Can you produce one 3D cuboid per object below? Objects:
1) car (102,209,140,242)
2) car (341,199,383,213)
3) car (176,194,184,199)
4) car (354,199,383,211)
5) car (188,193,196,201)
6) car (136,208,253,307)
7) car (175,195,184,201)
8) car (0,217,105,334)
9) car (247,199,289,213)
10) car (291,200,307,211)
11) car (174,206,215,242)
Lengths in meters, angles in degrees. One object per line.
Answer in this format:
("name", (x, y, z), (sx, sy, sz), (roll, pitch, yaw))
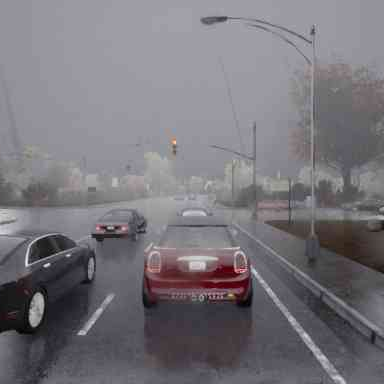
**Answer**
("car", (-3.389, 1.547, 16.398), (2.033, 1.411, 5.357), (0, 0, 0))
("car", (18.874, 1.501, 36.241), (4.892, 1.490, 1.837), (0, 0, 3))
("car", (-3.377, 1.403, 95.420), (1.994, 1.385, 4.181), (0, 0, 1))
("car", (21.833, 1.558, 39.583), (4.181, 1.385, 1.994), (0, 0, 4))
("car", (0.074, 1.518, 85.425), (1.812, 1.442, 4.674), (0, 0, 0))
("car", (0.106, 1.352, 8.153), (2.097, 1.767, 4.553), (0, 0, 0))
("car", (-3.426, 1.545, 85.394), (1.994, 1.385, 4.181), (0, 0, 0))
("car", (-3.394, 1.505, 6.740), (1.837, 1.490, 4.892), (0, 0, 0))
("car", (8.176, 1.564, 36.844), (4.181, 1.385, 1.994), (0, 0, 3))
("car", (10.983, 1.548, 40.186), (5.357, 1.411, 2.033), (0, 0, 3))
("car", (0.114, 1.526, 17.193), (1.812, 1.442, 4.674), (0, 0, 0))
